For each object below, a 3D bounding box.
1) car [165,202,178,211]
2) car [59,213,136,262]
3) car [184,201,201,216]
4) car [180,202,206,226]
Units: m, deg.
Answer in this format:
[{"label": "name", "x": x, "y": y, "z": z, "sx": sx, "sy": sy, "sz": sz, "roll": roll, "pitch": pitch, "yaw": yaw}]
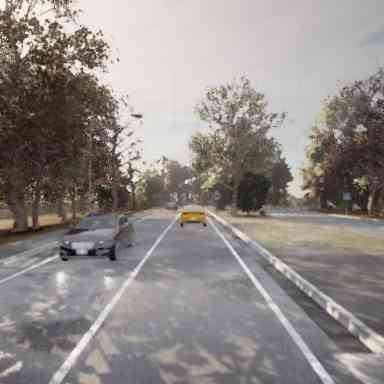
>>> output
[{"label": "car", "x": -3.315, "y": 2.365, "z": 54.431, "sx": 2.128, "sy": 1.511, "sz": 4.902, "roll": 0, "pitch": -7, "yaw": 0}, {"label": "car", "x": -3.352, "y": 1.572, "z": 12.573, "sx": 2.128, "sy": 1.511, "sz": 4.902, "roll": 0, "pitch": -1, "yaw": 0}, {"label": "car", "x": 0.092, "y": 2.077, "z": 42.683, "sx": 2.097, "sy": 1.767, "sz": 4.553, "roll": 0, "pitch": -1, "yaw": 0}, {"label": "car", "x": 0.097, "y": 1.790, "z": 26.160, "sx": 1.882, "sy": 1.535, "sz": 5.008, "roll": 0, "pitch": -1, "yaw": 0}]
